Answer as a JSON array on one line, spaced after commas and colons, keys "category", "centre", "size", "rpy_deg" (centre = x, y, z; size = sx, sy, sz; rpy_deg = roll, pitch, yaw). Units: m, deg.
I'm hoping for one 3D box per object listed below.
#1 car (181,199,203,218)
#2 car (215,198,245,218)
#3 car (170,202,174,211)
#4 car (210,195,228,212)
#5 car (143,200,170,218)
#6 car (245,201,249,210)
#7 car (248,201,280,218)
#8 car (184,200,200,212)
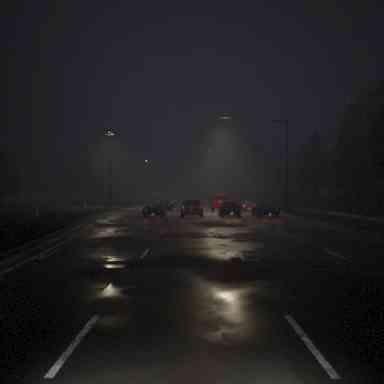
[{"category": "car", "centre": [-0.002, 1.466, 31.940], "size": [2.097, 1.767, 4.553], "rpy_deg": [0, 0, 0]}, {"category": "car", "centre": [3.498, 1.618, 31.553], "size": [1.837, 1.490, 4.892], "rpy_deg": [0, 0, 0]}, {"category": "car", "centre": [-3.492, 1.718, 42.958], "size": [1.994, 1.385, 4.181], "rpy_deg": [0, 0, 0]}, {"category": "car", "centre": [3.500, 1.374, 42.248], "size": [2.150, 2.045, 5.566], "rpy_deg": [0, 0, 0]}, {"category": "car", "centre": [-3.502, 1.716, 31.999], "size": [1.895, 1.301, 4.718], "rpy_deg": [0, 0, 0]}, {"category": "car", "centre": [7.004, 1.754, 42.813], "size": [1.895, 1.301, 4.718], "rpy_deg": [0, 0, 0]}, {"category": "car", "centre": [6.998, 1.715, 31.999], "size": [1.895, 1.301, 4.718], "rpy_deg": [0, 0, 0]}, {"category": "car", "centre": [0.006, 1.754, 42.950], "size": [1.895, 1.301, 4.718], "rpy_deg": [0, 0, 0]}]
